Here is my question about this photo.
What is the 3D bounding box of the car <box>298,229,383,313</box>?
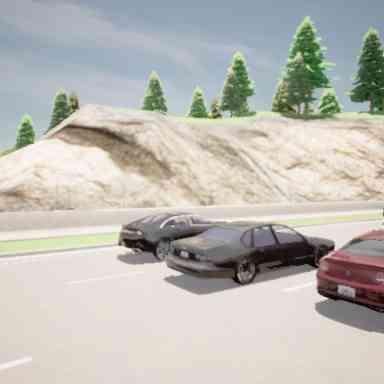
[{"bbox_3d":[4.515,1.507,7.006,4.674,1.442,1.812,0,0,-35],"label":"car"}]

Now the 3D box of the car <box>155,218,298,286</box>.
[{"bbox_3d":[1.878,1.531,9.426,5.357,1.411,2.033,0,0,-35],"label":"car"}]

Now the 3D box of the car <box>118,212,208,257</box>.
[{"bbox_3d":[-0.246,1.476,12.214,4.902,1.511,2.128,0,0,-35],"label":"car"}]
